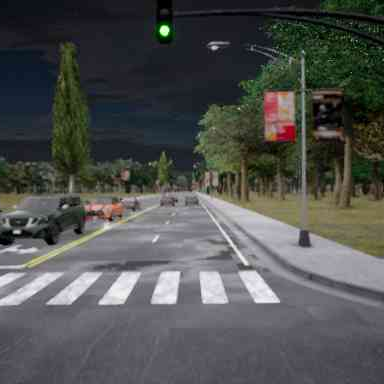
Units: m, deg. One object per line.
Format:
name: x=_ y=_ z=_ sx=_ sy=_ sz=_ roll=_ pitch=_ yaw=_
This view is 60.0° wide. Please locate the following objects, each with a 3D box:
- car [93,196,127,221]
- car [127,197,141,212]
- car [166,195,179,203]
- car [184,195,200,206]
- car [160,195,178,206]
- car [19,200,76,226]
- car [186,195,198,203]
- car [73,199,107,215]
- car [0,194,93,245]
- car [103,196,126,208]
car: x=-6.590 y=1.169 z=24.962 sx=2.097 sy=1.767 sz=4.553 roll=0 pitch=0 yaw=0
car: x=-6.582 y=1.257 z=34.993 sx=1.812 sy=1.442 sz=4.674 roll=0 pitch=0 yaw=1
car: x=-3.291 y=1.149 z=55.783 sx=1.895 sy=1.301 sz=4.718 roll=0 pitch=0 yaw=0
car: x=-0.035 y=1.091 z=45.337 sx=2.128 sy=1.511 sz=4.902 roll=0 pitch=0 yaw=0
car: x=-3.285 y=1.116 z=45.336 sx=2.128 sy=1.511 sz=4.902 roll=0 pitch=0 yaw=0
car: x=-9.844 y=1.363 z=23.139 sx=1.837 sy=1.490 sz=4.892 roll=0 pitch=1 yaw=0
car: x=-0.041 y=1.123 z=55.785 sx=1.895 sy=1.301 sz=4.718 roll=0 pitch=0 yaw=0
car: x=-9.847 y=1.379 z=32.444 sx=1.895 sy=1.301 sz=4.718 roll=0 pitch=0 yaw=0
car: x=-6.590 y=1.123 z=15.288 sx=2.150 sy=2.045 sz=5.566 roll=0 pitch=1 yaw=0
car: x=-9.847 y=1.261 z=42.499 sx=1.994 sy=1.385 sz=4.181 roll=0 pitch=0 yaw=0
